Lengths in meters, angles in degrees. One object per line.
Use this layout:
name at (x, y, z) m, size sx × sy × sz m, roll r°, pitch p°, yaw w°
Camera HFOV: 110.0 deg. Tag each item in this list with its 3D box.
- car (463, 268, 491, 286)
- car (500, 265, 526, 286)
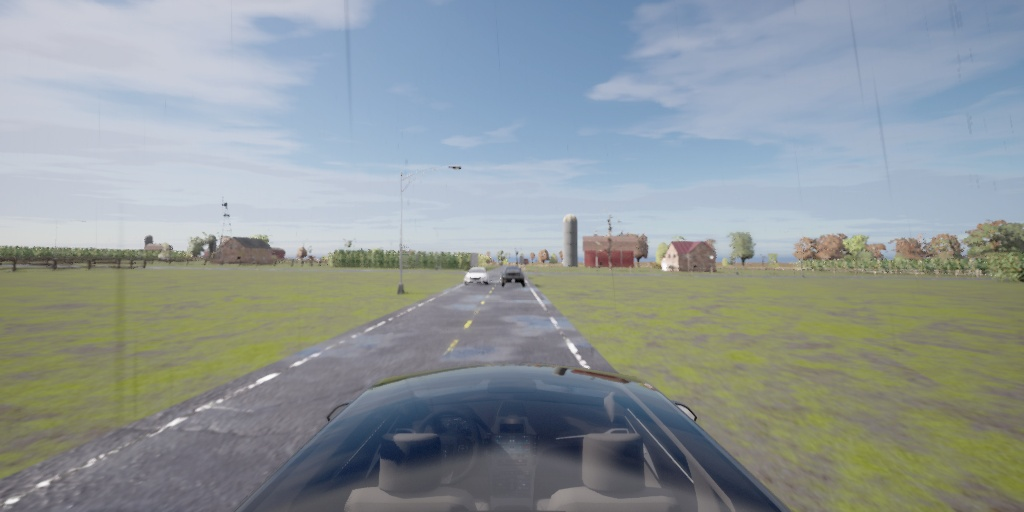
car at (-2.846, 1.692, 29.944) m, size 1.812 × 1.442 × 4.674 m, roll 0°, pitch -1°, yaw 0°
car at (0.100, 1.663, 29.464) m, size 1.837 × 1.490 × 4.892 m, roll 0°, pitch -1°, yaw 0°
